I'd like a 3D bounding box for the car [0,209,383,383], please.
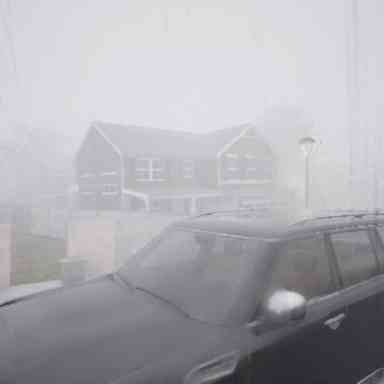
[{"bbox_3d":[0.633,1.249,3.621,5.566,2.045,2.150,1,0,-37],"label":"car"}]
